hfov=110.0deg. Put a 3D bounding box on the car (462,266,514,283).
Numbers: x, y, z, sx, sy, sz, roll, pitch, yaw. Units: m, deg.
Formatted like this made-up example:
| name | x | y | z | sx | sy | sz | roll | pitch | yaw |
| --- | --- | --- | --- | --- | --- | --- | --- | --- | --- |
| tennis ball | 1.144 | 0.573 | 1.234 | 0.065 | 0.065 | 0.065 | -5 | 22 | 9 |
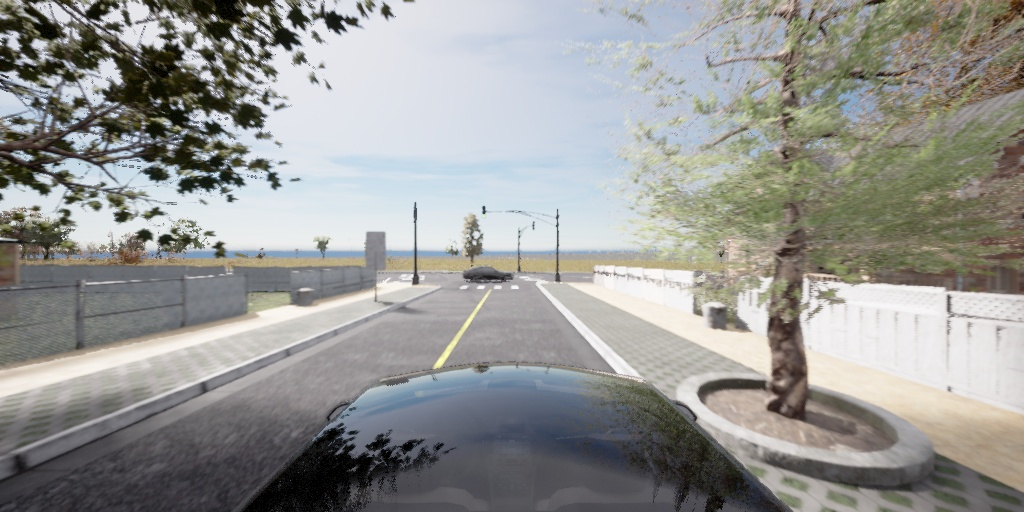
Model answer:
| name | x | y | z | sx | sy | sz | roll | pitch | yaw |
| --- | --- | --- | --- | --- | --- | --- | --- | --- | --- |
| car | -2.159 | 1.629 | 32.320 | 4.674 | 1.442 | 1.812 | 1 | 0 | -14 |
